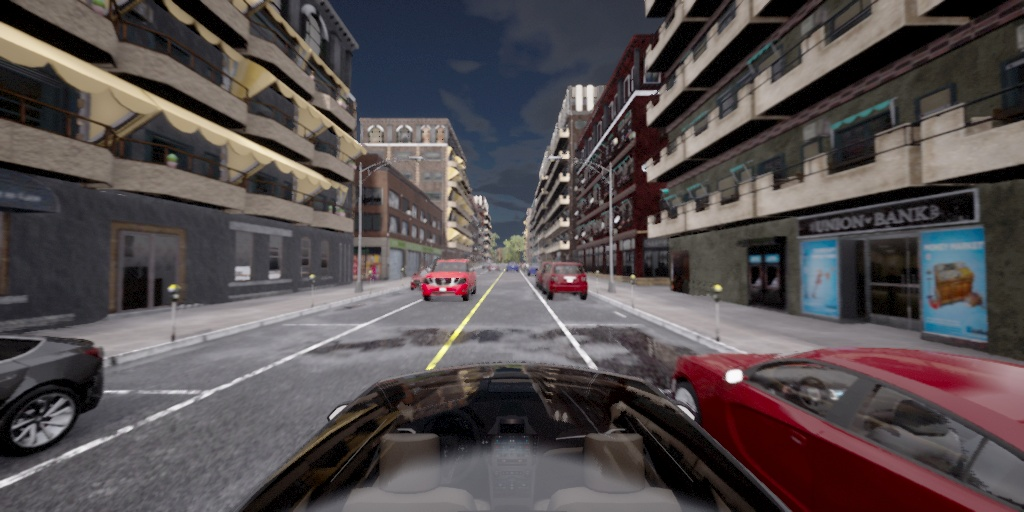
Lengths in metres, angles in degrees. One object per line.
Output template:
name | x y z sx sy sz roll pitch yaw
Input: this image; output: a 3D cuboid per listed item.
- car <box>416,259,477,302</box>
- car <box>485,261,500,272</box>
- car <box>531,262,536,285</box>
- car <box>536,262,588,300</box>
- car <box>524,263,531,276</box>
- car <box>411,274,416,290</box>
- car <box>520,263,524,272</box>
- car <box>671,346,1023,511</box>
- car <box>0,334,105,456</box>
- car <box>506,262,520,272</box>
car | -3.097 1.165 18.825 2.150 2.045 5.566 0 -1 0
car | -3.031 1.944 60.444 1.812 1.442 4.674 0 -1 1
car | 2.697 1.325 24.694 2.192 1.841 5.009 0 0 0
car | 2.695 1.262 19.124 2.192 1.841 5.009 0 0 0
car | 3.011 1.595 45.152 2.097 1.767 4.553 0 -1 0
car | -5.684 1.556 24.737 1.888 1.381 4.507 0 0 0
car | 2.706 1.942 58.119 2.007 1.370 4.403 0 0 0
car | 2.691 1.303 2.411 1.888 1.381 4.507 0 0 0
car | -5.690 1.324 2.453 1.948 1.339 4.313 0 0 0
car | 0.043 1.769 60.376 2.097 1.767 4.553 0 -1 -3
